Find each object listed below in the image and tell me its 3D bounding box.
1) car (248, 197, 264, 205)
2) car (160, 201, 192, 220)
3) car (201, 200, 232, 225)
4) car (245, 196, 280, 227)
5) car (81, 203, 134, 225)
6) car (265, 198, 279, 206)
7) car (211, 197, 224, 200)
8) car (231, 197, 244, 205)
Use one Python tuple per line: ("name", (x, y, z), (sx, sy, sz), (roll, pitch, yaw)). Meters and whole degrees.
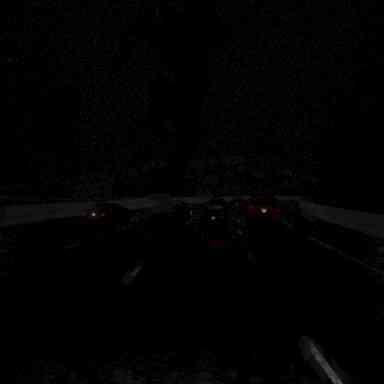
("car", (12.330, 1.656, 63.638), (2.128, 1.511, 4.902), (1, 0, 22))
("car", (-1.249, 1.455, 28.015), (1.882, 1.535, 5.008), (0, 0, 10))
("car", (1.753, 1.547, 24.333), (1.812, 1.442, 4.674), (1, 0, 9))
("car", (5.031, 1.289, 23.931), (2.150, 2.045, 5.566), (0, 0, 9))
("car", (-5.700, 1.462, 23.043), (2.033, 1.411, 5.357), (1, 0, 9))
("car", (14.848, 1.802, 61.522), (1.895, 1.301, 4.718), (1, 0, 23))
("car", (5.069, 1.625, 64.229), (1.994, 1.385, 4.181), (1, 0, 22))
("car", (8.741, 1.677, 64.020), (1.994, 1.385, 4.181), (1, 0, 22))
